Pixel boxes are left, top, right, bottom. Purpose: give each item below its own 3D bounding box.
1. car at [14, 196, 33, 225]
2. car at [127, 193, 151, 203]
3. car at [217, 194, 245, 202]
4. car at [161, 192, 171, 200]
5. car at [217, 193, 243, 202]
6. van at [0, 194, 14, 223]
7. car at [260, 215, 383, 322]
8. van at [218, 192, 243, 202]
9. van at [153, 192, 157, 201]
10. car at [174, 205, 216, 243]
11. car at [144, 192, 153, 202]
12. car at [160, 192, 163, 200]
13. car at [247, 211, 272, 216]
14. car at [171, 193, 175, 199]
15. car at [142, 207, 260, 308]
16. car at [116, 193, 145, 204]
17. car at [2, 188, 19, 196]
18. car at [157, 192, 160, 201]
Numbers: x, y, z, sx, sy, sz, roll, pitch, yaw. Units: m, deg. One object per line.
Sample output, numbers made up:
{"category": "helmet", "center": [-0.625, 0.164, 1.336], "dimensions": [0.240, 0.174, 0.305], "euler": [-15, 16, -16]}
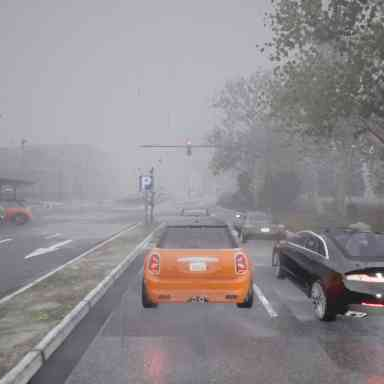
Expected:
{"category": "car", "center": [-13.651, 1.402, 23.189], "dimensions": [4.553, 1.767, 2.185], "euler": [-1, 0, -19]}
{"category": "car", "center": [-10.773, 1.194, 66.942], "dimensions": [4.553, 1.767, 2.185], "euler": [-1, 0, -14]}
{"category": "car", "center": [8.133, 1.262, 69.574], "dimensions": [5.366, 1.575, 1.946], "euler": [1, 0, -13]}
{"category": "car", "center": [-8.538, 1.356, 84.934], "dimensions": [4.674, 1.452, 2.002], "euler": [-1, 0, -12]}
{"category": "car", "center": [7.600, 1.140, 66.580], "dimensions": [4.553, 1.767, 2.185], "euler": [1, 0, -14]}
{"category": "van", "center": [-13.623, 1.296, 20.211], "dimensions": [4.442, 1.987, 1.878], "euler": [-1, 0, -20]}
{"category": "car", "center": [3.102, 1.501, 7.217], "dimensions": [2.128, 1.511, 4.902], "euler": [0, 0, 0]}
{"category": "van", "center": [7.219, 1.041, 63.610], "dimensions": [4.442, 1.987, 1.878], "euler": [1, 0, -14]}
{"category": "van", "center": [-10.311, 1.091, 69.982], "dimensions": [4.442, 1.987, 1.878], "euler": [-1, 0, -14]}
{"category": "car", "center": [0.153, 1.531, 17.179], "dimensions": [1.837, 1.490, 4.892], "euler": [0, 0, 1]}
{"category": "car", "center": [-10.864, 1.314, 63.990], "dimensions": [5.366, 1.575, 1.946], "euler": [-1, 0, -15]}
{"category": "car", "center": [-9.716, 1.358, 75.949], "dimensions": [4.674, 1.452, 2.002], "euler": [-1, 0, -13]}
{"category": "car", "center": [3.144, 1.587, 16.129], "dimensions": [1.994, 1.385, 4.181], "euler": [0, 0, 1]}
{"category": "car", "center": [-8.091, 1.063, 87.941], "dimensions": [5.566, 2.045, 2.435], "euler": [-1, 0, -12]}
{"category": "car", "center": [0.103, 1.363, 8.094], "dimensions": [2.097, 1.767, 4.553], "euler": [0, 0, 0]}
{"category": "car", "center": [-11.505, 1.357, 60.997], "dimensions": [4.792, 1.488, 2.163], "euler": [-1, 0, -15]}
{"category": "car", "center": [-28.217, 0.135, 51.849], "dimensions": [2.002, 1.452, 4.674], "euler": [6, -3, -19]}
{"category": "car", "center": [-10.086, 1.320, 72.954], "dimensions": [4.892, 1.521, 2.231], "euler": [-1, 0, -14]}
